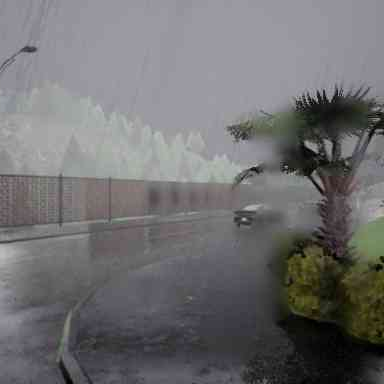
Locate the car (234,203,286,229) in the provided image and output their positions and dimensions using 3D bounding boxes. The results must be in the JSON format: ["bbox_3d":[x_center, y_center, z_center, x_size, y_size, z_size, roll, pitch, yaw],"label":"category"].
[{"bbox_3d":[4.582,1.478,21.871,1.882,1.535,5.008,0,0,36],"label":"car"}]

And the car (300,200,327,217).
[{"bbox_3d":[11.849,1.492,31.970,2.128,1.511,4.902,0,0,35],"label":"car"}]
